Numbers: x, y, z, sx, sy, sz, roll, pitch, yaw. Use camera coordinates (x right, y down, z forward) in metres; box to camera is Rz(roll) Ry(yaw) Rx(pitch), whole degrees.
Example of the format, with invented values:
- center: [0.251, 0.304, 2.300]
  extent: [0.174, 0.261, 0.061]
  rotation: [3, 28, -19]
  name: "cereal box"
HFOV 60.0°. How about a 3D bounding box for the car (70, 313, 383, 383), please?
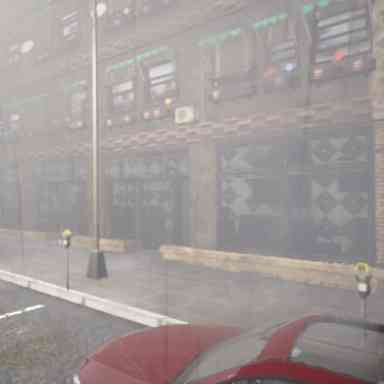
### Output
- center: [0.863, 1.582, 2.271]
  extent: [4.206, 1.307, 1.802]
  rotation: [0, -1, 36]
  name: "car"
